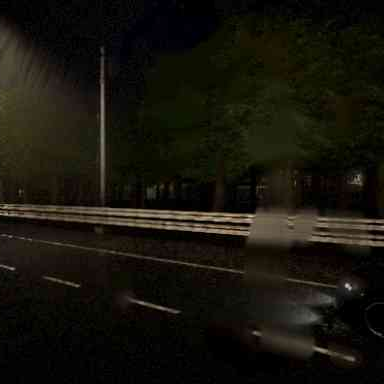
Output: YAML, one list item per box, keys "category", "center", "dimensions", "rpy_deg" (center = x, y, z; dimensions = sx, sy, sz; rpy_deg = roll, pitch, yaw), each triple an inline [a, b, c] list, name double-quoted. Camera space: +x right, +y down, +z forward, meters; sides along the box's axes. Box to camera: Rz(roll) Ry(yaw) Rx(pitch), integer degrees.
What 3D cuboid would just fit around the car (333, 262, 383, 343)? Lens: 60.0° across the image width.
- category: "car"
  center: [4.428, 1.567, 5.009]
  dimensions: [4.181, 1.385, 1.994]
  rpy_deg: [0, 0, 35]
